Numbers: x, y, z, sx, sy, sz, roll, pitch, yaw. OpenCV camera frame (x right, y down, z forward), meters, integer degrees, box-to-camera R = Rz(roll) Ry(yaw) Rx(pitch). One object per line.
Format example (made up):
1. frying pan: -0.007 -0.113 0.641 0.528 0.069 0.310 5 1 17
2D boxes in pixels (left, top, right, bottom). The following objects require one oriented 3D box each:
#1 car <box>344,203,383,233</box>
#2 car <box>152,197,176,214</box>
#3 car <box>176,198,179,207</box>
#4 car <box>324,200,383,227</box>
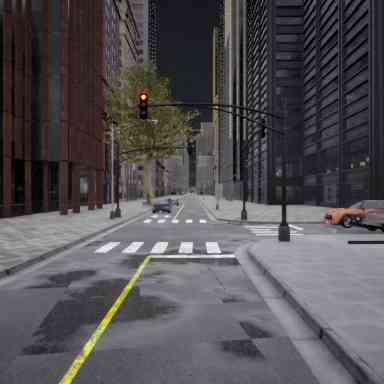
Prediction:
1. car: 11.538 1.491 18.082 5.357 1.411 2.033 0 0 0
2. car: -3.074 1.554 35.126 2.033 1.411 5.357 0 0 0
3. car: -3.047 1.556 53.042 1.812 1.442 4.674 0 0 0
4. car: 10.860 1.311 21.182 4.553 1.767 2.097 0 0 0
